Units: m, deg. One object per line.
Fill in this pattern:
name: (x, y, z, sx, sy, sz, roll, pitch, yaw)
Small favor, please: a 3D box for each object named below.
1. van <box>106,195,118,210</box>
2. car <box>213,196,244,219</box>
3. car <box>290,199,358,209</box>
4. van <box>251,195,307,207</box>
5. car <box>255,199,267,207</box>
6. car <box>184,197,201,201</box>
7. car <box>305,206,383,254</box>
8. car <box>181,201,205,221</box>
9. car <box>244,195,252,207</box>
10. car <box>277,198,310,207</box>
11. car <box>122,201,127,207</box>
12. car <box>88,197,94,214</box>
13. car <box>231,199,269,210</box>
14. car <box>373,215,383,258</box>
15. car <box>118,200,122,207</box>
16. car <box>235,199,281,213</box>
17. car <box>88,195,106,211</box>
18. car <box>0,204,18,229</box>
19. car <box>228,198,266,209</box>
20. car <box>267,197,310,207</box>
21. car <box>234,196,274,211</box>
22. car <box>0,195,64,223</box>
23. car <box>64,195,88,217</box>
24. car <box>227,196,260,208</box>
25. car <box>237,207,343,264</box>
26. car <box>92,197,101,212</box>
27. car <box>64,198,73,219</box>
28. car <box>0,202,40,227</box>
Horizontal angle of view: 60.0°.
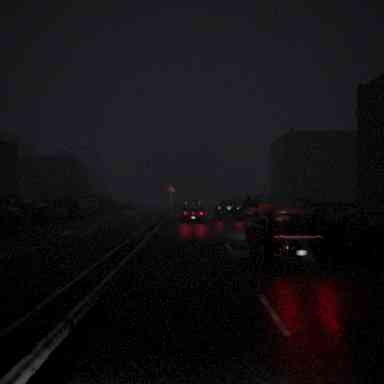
van: (-12.417, 1.364, 43.127, 4.442, 1.987, 1.878, 0, 0, 0)
car: (3.088, 1.409, 29.937, 2.097, 1.767, 4.553, 0, 0, 0)
car: (7.603, 1.371, 16.540, 4.553, 1.767, 2.185, 0, 0, 0)
van: (7.513, 1.303, 27.570, 4.442, 1.987, 1.878, 0, 0, 0)
car: (7.637, 1.519, 24.812, 5.008, 1.535, 2.097, 0, 0, 0)
car: (0.085, 1.447, 41.916, 2.097, 1.767, 4.553, 0, 0, 0)
car: (7.629, 1.492, 13.784, 4.892, 1.521, 2.231, 0, 0, 0)
car: (0.091, 1.648, 27.297, 1.895, 1.301, 4.718, 0, 0, 0)
car: (7.657, 1.297, 33.085, 5.566, 2.045, 2.435, 0, 0, 0)
car: (7.664, 1.377, 19.298, 4.553, 1.767, 2.185, 0, 0, 0)
car: (-12.501, 1.612, 51.471, 4.792, 1.488, 2.163, 0, 0, 0)
car: (-12.545, 1.549, 32.132, 4.892, 1.521, 2.231, 0, 0, 0)
car: (7.622, 1.618, 44.118, 4.674, 1.452, 2.002, 0, 0, 0)
car: (7.631, 1.485, 8.269, 4.892, 1.521, 2.231, 0, 0, 0)
car: (-12.564, 1.465, 46.035, 4.553, 1.767, 2.185, 0, 0, 0)
car: (7.633, 1.570, 38.598, 4.892, 1.521, 2.231, 0, 0, 0)
car: (-12.567, 1.446, 37.691, 4.553, 1.767, 2.185, 0, 0, 0)
car: (-12.542, 1.535, 18.237, 4.674, 1.452, 2.002, 0, 0, 0)
car: (7.629, 1.581, 46.874, 5.008, 1.535, 2.097, 0, 0, 0)
car: (7.663, 1.385, 22.055, 4.553, 1.767, 2.185, 0, 0, 0)
car: (7.594, 1.449, 41.360, 4.553, 1.767, 2.185, 0, 0, 0)
car: (-12.514, 1.263, 23.671, 5.566, 2.045, 2.435, 0, 0, 0)
car: (-12.569, 1.285, 29.355, 5.566, 2.045, 2.435, 0, 0, 0)
car: (7.591, 1.454, 49.636, 4.553, 1.767, 2.185, 0, 0, 0)
car: (3.095, 1.499, 11.795, 2.128, 1.511, 4.902, 0, 0, 0)
car: (-12.532, 1.559, 34.787, 5.008, 1.535, 2.097, 0, 0, 0)
car: (-12.726, 1.522, 26.574, 5.366, 1.575, 1.946, 0, 0, 0)
car: (-12.540, 1.544, 20.951, 4.674, 1.452, 2.002, 0, 0, 0)
